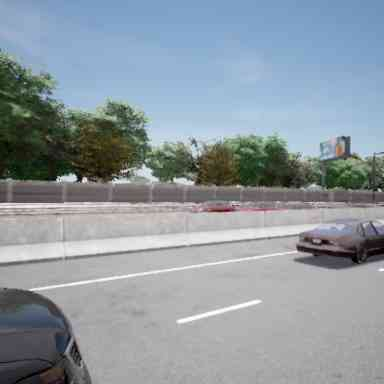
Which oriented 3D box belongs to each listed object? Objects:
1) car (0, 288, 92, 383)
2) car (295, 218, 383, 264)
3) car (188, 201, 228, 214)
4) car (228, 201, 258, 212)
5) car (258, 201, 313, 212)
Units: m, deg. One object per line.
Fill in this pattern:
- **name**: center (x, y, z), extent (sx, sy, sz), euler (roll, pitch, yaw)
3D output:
- **car**: center (-3.273, 1.199, 1.409), extent (5.566, 2.045, 2.150), euler (1, 0, -36)
- **car**: center (6.175, 1.702, 12.454), extent (5.357, 1.411, 2.033), euler (1, -1, -35)
- **car**: center (1.813, 1.604, 31.089), extent (4.553, 1.767, 2.097), euler (1, 0, -35)
- **car**: center (5.835, 1.636, 29.653), extent (4.553, 1.767, 2.097), euler (1, 0, -35)
- **car**: center (7.867, 1.635, 26.803), extent (4.553, 1.767, 2.097), euler (1, 0, -35)
